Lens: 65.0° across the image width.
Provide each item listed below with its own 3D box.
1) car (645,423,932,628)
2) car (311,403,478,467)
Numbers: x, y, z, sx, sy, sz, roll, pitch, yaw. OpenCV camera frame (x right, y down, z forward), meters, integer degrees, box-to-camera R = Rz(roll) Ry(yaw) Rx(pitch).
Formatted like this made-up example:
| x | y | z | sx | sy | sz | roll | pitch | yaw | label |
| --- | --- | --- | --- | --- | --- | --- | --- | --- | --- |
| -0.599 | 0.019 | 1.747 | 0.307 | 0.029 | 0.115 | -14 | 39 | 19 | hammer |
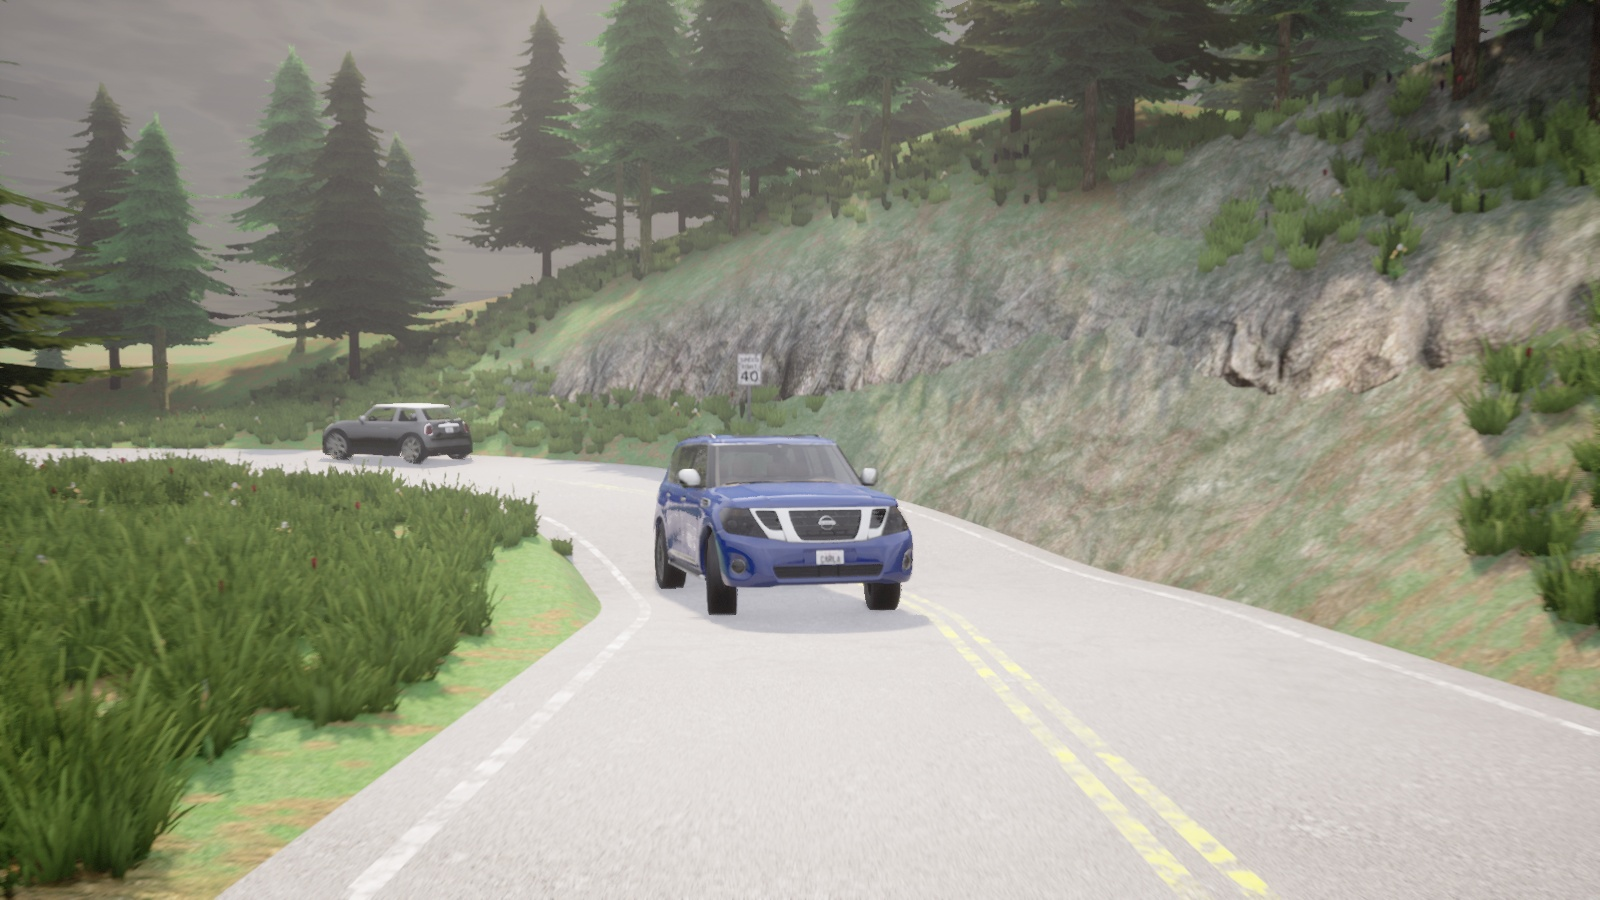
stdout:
| x | y | z | sx | sy | sz | roll | pitch | yaw | label |
| --- | --- | --- | --- | --- | --- | --- | --- | --- | --- |
| -0.416 | 0.812 | 15.514 | 2.150 | 2.045 | 5.566 | -1 | -1 | -15 | car |
| -10.553 | -0.426 | 32.729 | 3.806 | 1.475 | 1.970 | 2 | 4 | 26 | car |
